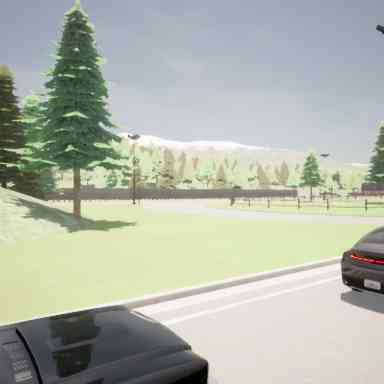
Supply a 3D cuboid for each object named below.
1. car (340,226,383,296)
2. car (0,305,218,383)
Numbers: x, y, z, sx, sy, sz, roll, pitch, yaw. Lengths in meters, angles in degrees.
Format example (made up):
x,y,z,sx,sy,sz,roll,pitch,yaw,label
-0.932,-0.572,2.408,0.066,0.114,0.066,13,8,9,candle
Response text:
x,y,z,sx,sy,sz,roll,pitch,yaw,label
5.393,1.503,7.688,4.892,1.490,1.837,0,0,-35,car
-2.105,1.601,2.248,4.718,1.301,1.895,0,0,-35,car
